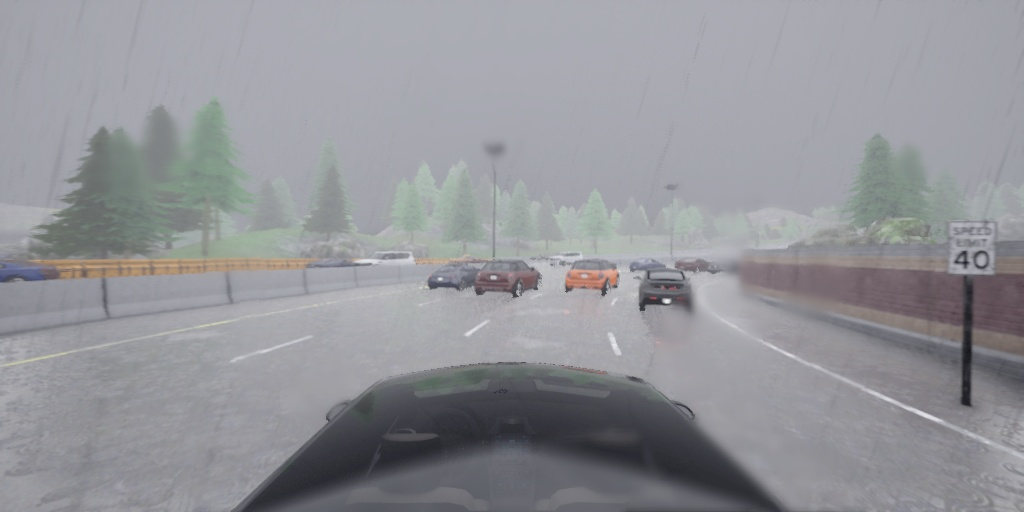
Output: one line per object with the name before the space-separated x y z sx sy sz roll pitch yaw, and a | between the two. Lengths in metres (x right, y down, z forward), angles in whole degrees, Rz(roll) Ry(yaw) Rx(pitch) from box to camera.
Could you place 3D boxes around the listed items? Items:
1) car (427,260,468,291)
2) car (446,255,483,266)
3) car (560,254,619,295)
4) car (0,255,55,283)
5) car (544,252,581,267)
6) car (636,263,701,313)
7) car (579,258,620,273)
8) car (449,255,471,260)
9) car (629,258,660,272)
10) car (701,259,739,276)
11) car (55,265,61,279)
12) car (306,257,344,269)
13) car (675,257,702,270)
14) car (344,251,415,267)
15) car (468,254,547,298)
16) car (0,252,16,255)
car | -2.884 1.117 20.162 1.994 1.385 4.181 0 1 23
car | -6.679 0.607 51.164 5.008 1.535 1.882 0 0 -42
car | 4.419 0.947 19.280 2.097 1.767 4.553 1 2 25
car | -23.183 0.845 14.691 1.882 1.535 5.008 1 0 13
car | 7.453 0.408 49.323 5.566 2.045 2.150 0 1 -37
car | 6.050 1.238 14.355 1.837 1.490 4.892 0 1 20
car | 9.011 0.933 36.741 4.181 1.385 1.994 0 1 -42
car | -5.521 0.778 47.490 4.718 1.301 1.895 0 1 -44
car | 13.610 0.915 36.103 4.674 1.442 1.812 -1 1 -40
car | 19.709 0.992 32.371 5.357 1.411 2.033 -1 1 -34
car | -26.054 0.842 17.784 1.812 1.442 4.674 1 0 15
car | -16.117 0.893 33.478 1.895 1.301 4.718 1 1 30
car | 17.753 0.880 34.949 5.008 1.535 1.882 -1 1 -39
car | -10.335 0.617 29.191 2.150 2.045 5.566 1 1 29
car | -0.042 0.948 17.842 2.097 1.767 4.553 1 1 21
car | -52.840 0.415 37.424 2.033 1.411 5.357 1 0 -22
